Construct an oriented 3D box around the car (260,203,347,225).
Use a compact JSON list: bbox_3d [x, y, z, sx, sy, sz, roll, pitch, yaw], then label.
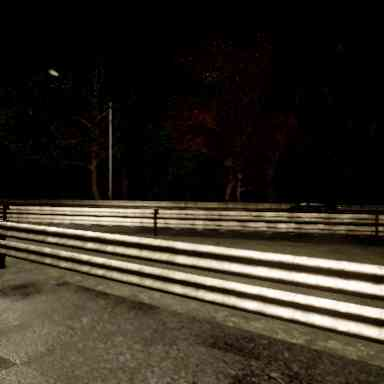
[{"bbox_3d":[6.517,1.469,19.757,4.856,1.649,2.033,0,0,18],"label":"car"}]
